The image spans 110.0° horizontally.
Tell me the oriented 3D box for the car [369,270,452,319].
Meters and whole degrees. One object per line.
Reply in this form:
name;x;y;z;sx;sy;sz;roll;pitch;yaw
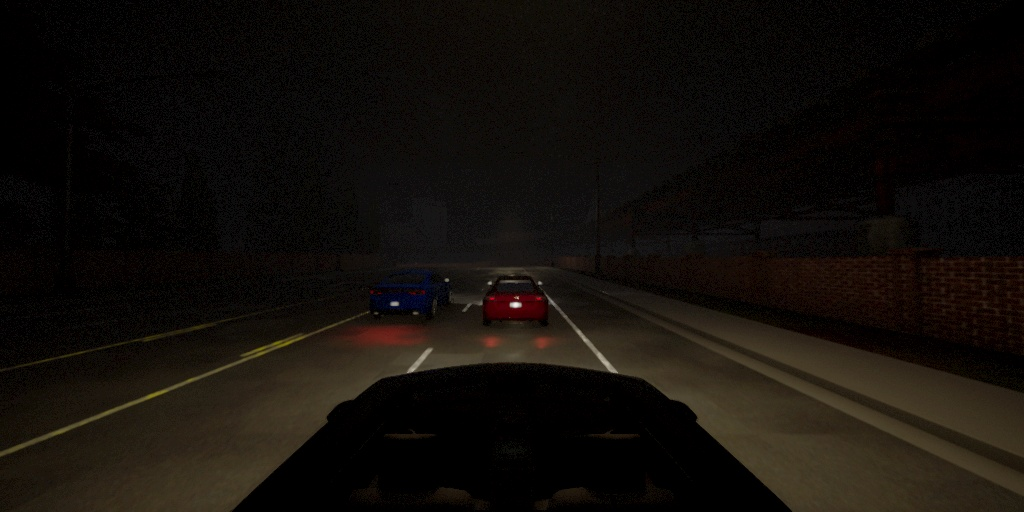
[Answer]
car;-3.398;1.235;12.859;1.882;1.535;5.008;0;0;0

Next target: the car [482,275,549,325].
car;0.102;1.321;11.904;1.994;1.385;4.181;0;0;0
